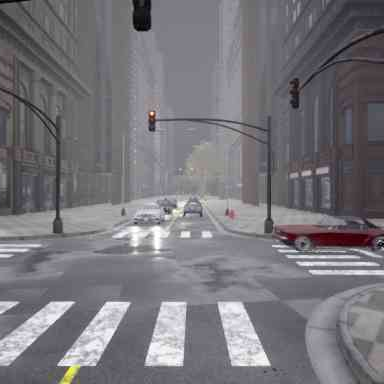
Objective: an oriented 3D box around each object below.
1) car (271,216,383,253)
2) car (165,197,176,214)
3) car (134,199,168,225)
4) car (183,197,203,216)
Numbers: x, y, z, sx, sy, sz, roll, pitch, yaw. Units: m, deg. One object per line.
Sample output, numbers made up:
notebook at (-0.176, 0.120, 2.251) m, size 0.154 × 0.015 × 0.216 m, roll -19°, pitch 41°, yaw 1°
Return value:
car at (5.637, 1.621, 13.195) m, size 4.718 × 1.301 × 1.895 m, roll 0°, pitch 0°, yaw 0°
car at (-3.059, 1.552, 34.959) m, size 2.033 × 1.411 × 5.357 m, roll 0°, pitch 0°, yaw 0°
car at (-3.070, 1.526, 24.549) m, size 1.812 × 1.442 × 4.674 m, roll 0°, pitch 0°, yaw 0°
car at (0.084, 1.551, 32.834) m, size 2.033 × 1.411 × 5.357 m, roll 0°, pitch 0°, yaw 1°
